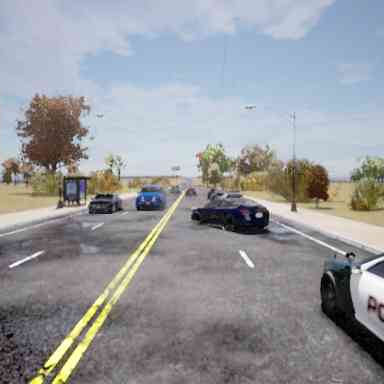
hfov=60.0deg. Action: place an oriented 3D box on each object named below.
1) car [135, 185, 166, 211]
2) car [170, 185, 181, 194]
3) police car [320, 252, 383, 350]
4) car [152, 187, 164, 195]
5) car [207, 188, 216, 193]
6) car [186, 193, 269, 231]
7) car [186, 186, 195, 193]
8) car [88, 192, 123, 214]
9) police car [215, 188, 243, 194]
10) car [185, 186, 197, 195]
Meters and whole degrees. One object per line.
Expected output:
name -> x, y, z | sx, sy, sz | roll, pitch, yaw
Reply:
car -> -3.422, 0.451, 28.582 | 2.150, 2.045, 5.566 | 0, 2, 0
car -> -3.479, -0.581, 69.334 | 2.097, 1.767, 4.553 | 0, 2, 0
police car -> 3.249, 1.392, 4.109 | 2.038, 1.542, 4.974 | 0, 1, 0
car -> -6.728, -0.230, 66.772 | 1.895, 1.301, 4.718 | 0, 2, 0
car -> 3.145, 0.500, 37.143 | 2.163, 1.488, 4.792 | 0, 2, 0
car -> 1.856, 1.042, 17.143 | 2.163, 1.488, 4.792 | -1, 2, -31
car -> -0.259, -0.591, 77.392 | 2.033, 1.411, 5.357 | 0, 2, 0
car -> -6.660, 0.806, 25.973 | 1.837, 1.490, 4.892 | 0, 2, 0
police car -> 3.187, 0.718, 26.224 | 1.930, 1.638, 5.238 | 0, 2, 0
car -> -0.174, -0.052, 57.848 | 1.812, 1.442, 4.674 | 0, 2, 0
